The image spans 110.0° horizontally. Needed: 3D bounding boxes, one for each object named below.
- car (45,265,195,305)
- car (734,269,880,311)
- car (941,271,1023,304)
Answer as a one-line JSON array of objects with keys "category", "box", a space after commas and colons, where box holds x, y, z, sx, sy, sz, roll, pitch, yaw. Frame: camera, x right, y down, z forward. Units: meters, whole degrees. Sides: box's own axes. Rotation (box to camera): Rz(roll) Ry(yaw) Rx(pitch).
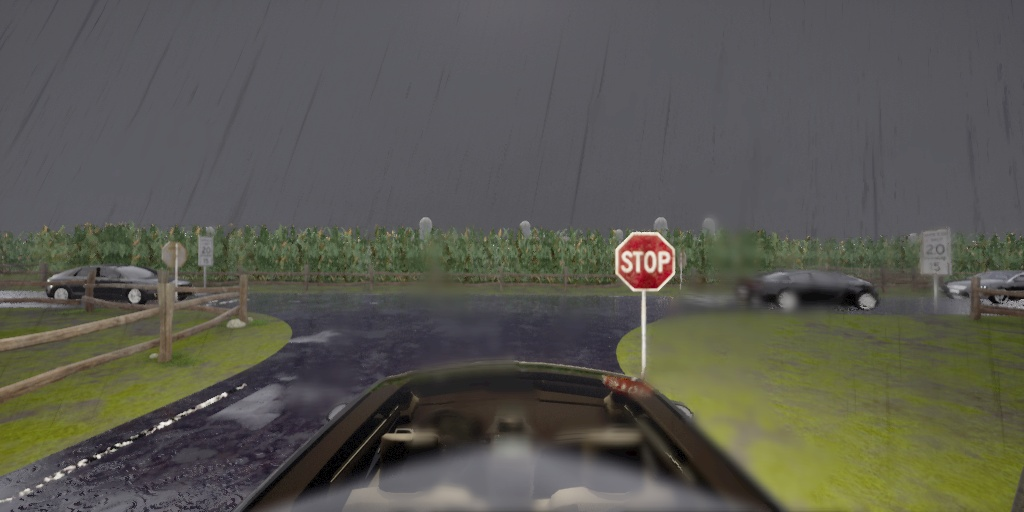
[{"category": "car", "box": [-15.524, 1.121, 14.340, 4.892, 1.490, 1.837, 0, -1, 2]}, {"category": "car", "box": [11.663, 1.298, 14.309, 5.008, 1.535, 1.882, 0, -1, -1]}, {"category": "car", "box": [23.622, 1.455, 17.104, 4.902, 1.511, 2.128, 0, -1, 0]}]
